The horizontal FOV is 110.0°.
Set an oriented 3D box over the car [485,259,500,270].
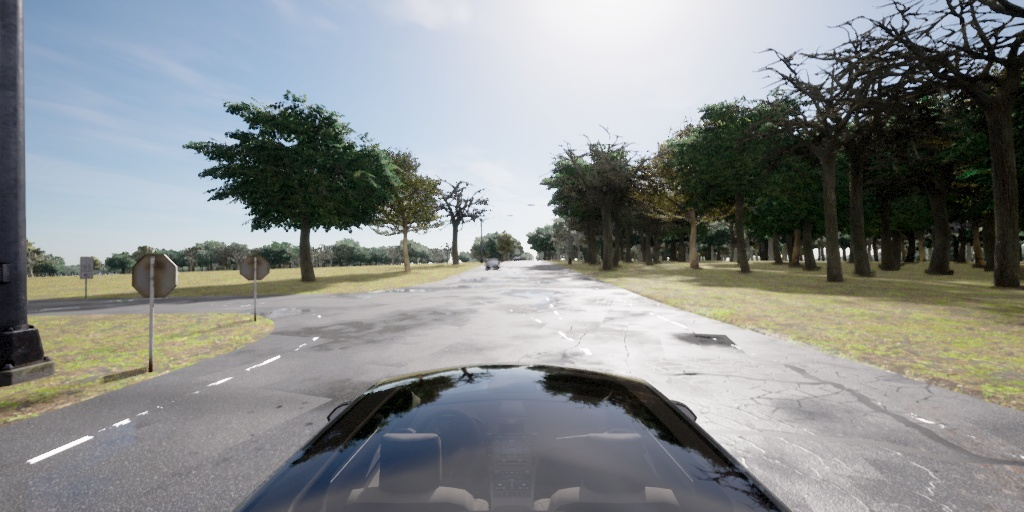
[{"bbox_3d":[-2.639,1.138,49.592,2.128,1.511,4.902,-1,1,1],"label":"car"}]
